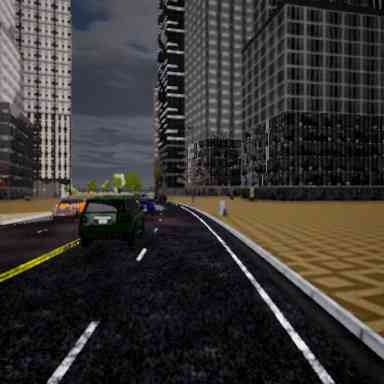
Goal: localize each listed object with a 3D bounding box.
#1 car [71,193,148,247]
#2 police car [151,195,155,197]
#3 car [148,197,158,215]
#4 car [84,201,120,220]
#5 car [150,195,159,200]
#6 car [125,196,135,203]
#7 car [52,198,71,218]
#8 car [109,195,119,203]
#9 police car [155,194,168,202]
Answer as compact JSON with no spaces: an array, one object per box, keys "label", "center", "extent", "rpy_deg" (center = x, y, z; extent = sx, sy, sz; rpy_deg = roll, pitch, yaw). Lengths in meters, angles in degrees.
[{"label":"car","center":[-3.477,1.211,15.264],"extent":[2.150,2.045,5.566],"rpy_deg":[0,0,-2]},{"label":"police car","center":[-9.041,1.360,86.685],"extent":[1.930,1.638,5.238],"rpy_deg":[0,0,-13]},{"label":"car","center":[-4.581,1.499,32.658],"extent":[1.812,1.442,4.674],"rpy_deg":[0,0,-5]},{"label":"car","center":[-7.732,1.527,29.056],"extent":[2.033,1.411,5.357],"rpy_deg":[0,0,-5]},{"label":"car","center":[-10.461,1.459,92.499],"extent":[1.812,1.442,4.674],"rpy_deg":[0,0,-14]},{"label":"car","center":[-13.283,1.482,70.863],"extent":[1.994,1.385,4.181],"rpy_deg":[0,0,-10]},{"label":"car","center":[-11.108,1.333,30.308],"extent":[2.097,1.767,4.553],"rpy_deg":[0,0,-5]},{"label":"car","center":[-16.624,1.473,71.027],"extent":[2.033,1.411,5.357],"rpy_deg":[0,0,-11]},{"label":"police car","center":[-6.842,1.364,76.766],"extent":[1.930,1.638,5.238],"rpy_deg":[0,0,-12]}]
